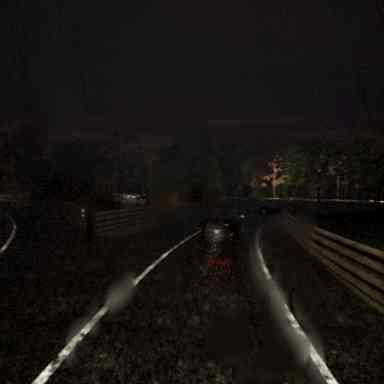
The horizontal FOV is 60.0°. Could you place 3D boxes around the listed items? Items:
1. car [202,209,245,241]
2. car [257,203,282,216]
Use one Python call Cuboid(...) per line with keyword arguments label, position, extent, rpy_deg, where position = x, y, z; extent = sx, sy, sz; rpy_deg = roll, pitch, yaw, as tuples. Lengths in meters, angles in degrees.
Cuboid(label="car", position=(1.731, 1.673, 18.049), extent=(1.837, 1.490, 4.892), rpy_deg=(-1, -1, 12))
Cuboid(label="car", position=(8.977, 1.944, 38.284), extent=(1.812, 1.442, 4.674), rpy_deg=(0, -1, 29))
